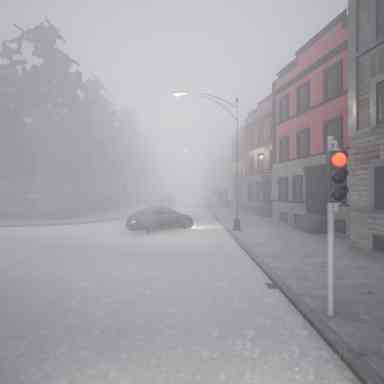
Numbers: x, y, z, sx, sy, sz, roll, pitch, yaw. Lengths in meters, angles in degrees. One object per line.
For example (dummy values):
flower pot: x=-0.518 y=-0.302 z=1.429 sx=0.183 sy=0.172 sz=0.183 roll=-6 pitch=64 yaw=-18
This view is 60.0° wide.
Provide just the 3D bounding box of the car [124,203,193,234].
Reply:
car: x=-1.853 y=1.564 z=19.404 sx=1.994 sy=1.385 sz=4.181 roll=0 pitch=0 yaw=42

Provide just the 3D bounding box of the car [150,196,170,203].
car: x=-4.095 y=1.547 z=39.352 sx=2.033 sy=1.411 sz=5.357 roll=0 pitch=0 yaw=0

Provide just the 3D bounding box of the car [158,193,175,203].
car: x=-4.088 y=1.221 z=49.539 sx=2.150 sy=2.045 sz=5.566 roll=0 pitch=0 yaw=0
